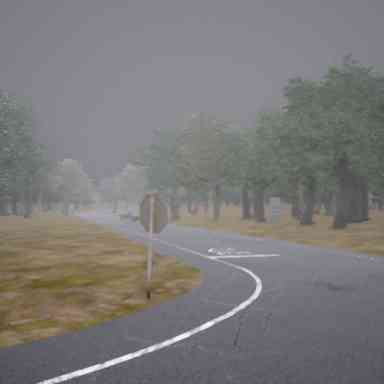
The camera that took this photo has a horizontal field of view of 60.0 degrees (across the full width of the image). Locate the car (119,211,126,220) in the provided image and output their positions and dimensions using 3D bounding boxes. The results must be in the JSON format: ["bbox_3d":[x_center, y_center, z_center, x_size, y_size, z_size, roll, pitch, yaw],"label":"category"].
[{"bbox_3d":[-11.308,4.048,57.554,1.837,1.490,4.892,3,-4,-22],"label":"car"}]

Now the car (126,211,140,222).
[{"bbox_3d":[-8.021,3.672,49.520,1.837,1.490,4.892,3,-4,-22],"label":"car"}]
